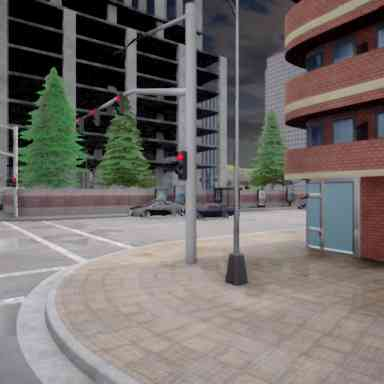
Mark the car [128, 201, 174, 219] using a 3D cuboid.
[{"bbox_3d":[-3.148,1.535,29.121,4.902,1.511,2.128,0,0,-35],"label":"car"}]

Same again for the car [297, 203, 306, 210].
[{"bbox_3d":[15.347,1.398,42.157,4.553,1.767,2.097,0,0,-35],"label":"car"}]

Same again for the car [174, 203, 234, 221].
[{"bbox_3d":[1.170,1.647,27.884,4.718,1.301,1.895,0,0,-35],"label":"car"}]
